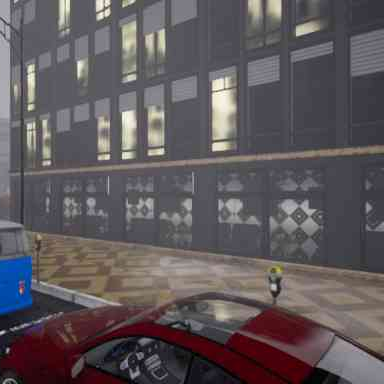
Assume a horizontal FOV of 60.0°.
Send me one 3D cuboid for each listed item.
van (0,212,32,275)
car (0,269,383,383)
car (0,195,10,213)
[{"bbox_3d":[-4.633,1.341,6.138,3.998,1.788,1.690,0,0,35],"label":"van"},{"bbox_3d":[0.000,1.582,2.836,4.206,1.307,1.802,0,0,35],"label":"car"},{"bbox_3d":[-14.535,1.353,28.246,2.192,1.841,5.009,-1,-1,35],"label":"car"}]
